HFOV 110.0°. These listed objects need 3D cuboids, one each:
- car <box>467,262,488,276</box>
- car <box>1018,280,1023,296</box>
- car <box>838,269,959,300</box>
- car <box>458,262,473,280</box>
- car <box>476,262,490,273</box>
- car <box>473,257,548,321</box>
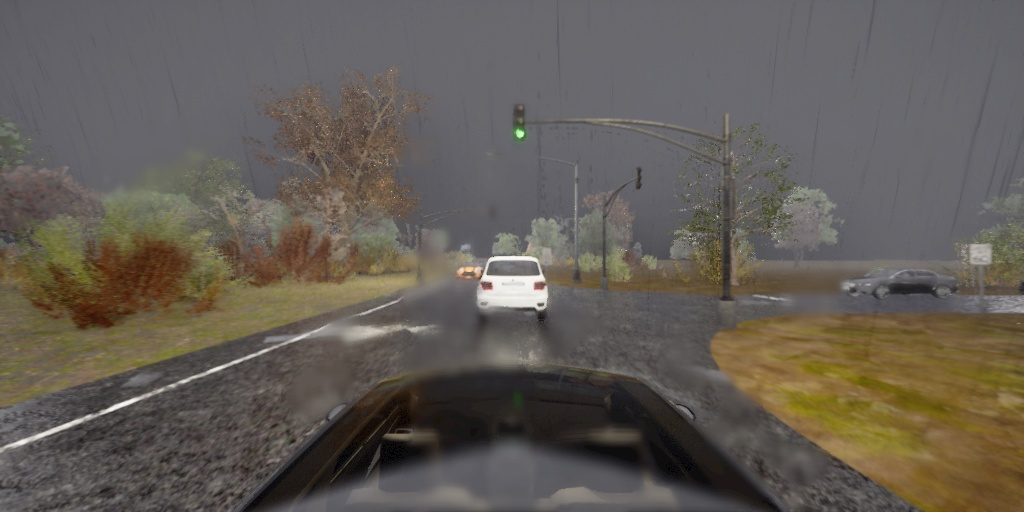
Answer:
[{"bbox_3d":[-4.117,1.549,43.835,2.128,1.511,4.902,0,0,-1],"label":"car"},{"bbox_3d":[28.912,1.402,18.039,5.008,1.535,1.882,0,0,3],"label":"car"},{"bbox_3d":[19.550,1.400,18.295,4.902,1.511,2.128,0,0,1],"label":"car"},{"bbox_3d":[-3.934,1.340,34.383,2.097,1.767,4.553,0,0,-2],"label":"car"},{"bbox_3d":[-4.327,1.637,53.792,1.837,1.490,4.892,0,0,-2],"label":"car"},{"bbox_3d":[0.019,1.055,13.073,2.150,2.045,5.566,0,-1,0],"label":"car"}]
